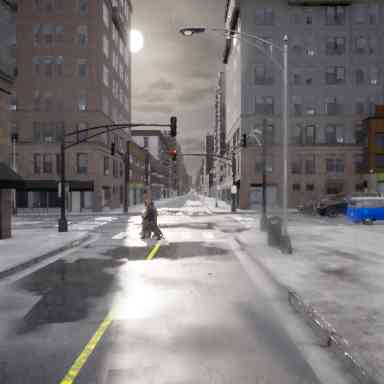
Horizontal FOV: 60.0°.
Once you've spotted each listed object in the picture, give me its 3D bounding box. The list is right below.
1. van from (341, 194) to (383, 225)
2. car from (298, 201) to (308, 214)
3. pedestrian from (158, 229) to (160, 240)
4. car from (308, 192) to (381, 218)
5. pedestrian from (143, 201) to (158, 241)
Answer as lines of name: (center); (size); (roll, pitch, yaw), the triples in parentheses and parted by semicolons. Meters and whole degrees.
van: (12.217, 1.203, 21.553); (3.998, 1.788, 1.690); (-1, 1, 0)
car: (12.237, 1.117, 30.077); (5.009, 1.841, 2.192); (-1, 1, 0)
pedestrian: (-1.848, 1.290, 15.890); (0.375, 1.860, 0.375); (0, 0, 0)
car: (12.915, 1.034, 27.427); (5.566, 2.045, 2.150); (-1, 0, 0)
pedestrian: (-1.912, 1.291, 15.248); (0.375, 1.860, 0.375); (0, 0, 0)
